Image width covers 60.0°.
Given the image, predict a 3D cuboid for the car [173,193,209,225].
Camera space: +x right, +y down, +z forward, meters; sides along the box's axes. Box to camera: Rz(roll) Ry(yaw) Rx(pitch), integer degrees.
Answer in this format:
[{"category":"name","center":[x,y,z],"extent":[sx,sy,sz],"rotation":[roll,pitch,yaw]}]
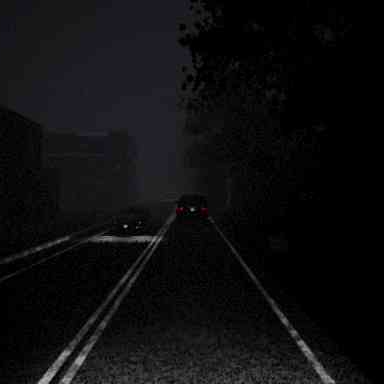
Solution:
[{"category":"car","center":[-0.002,1.214,23.845],"extent":[2.150,2.045,5.566],"rotation":[0,0,-1]}]

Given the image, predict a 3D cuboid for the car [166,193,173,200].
[{"category":"car","center":[-5.243,1.116,80.094],"extent":[1.837,1.490,4.892],"rotation":[0,1,-3]}]

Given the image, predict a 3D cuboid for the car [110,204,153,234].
[{"category":"car","center":[-3.401,1.503,19.371],"extent":[1.837,1.490,4.892],"rotation":[0,0,0]}]

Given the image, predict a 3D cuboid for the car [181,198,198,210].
[{"category":"car","center":[-0.377,1.502,43.407],"extent":[2.033,1.411,5.357],"rotation":[0,0,-2]}]

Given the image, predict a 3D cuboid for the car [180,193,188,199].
[{"category":"car","center":[-2.070,1.004,81.669],"extent":[1.895,1.301,4.718],"rotation":[0,1,-3]}]
